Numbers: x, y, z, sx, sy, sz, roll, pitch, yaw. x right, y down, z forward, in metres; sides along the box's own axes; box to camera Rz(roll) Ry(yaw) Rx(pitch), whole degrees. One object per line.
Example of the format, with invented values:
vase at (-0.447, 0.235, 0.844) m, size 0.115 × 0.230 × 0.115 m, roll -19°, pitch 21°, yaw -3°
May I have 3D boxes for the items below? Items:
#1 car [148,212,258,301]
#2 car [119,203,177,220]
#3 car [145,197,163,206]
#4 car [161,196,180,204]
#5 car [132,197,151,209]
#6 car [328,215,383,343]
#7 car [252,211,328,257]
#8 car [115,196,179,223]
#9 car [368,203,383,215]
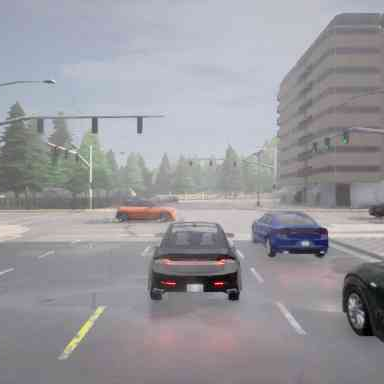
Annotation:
car at (0.068, 1.492, 8.335) m, size 2.128 × 1.511 × 4.902 m, roll 0°, pitch 0°, yaw 0°
car at (-3.633, 1.623, 28.243) m, size 4.718 × 1.301 × 1.895 m, roll 0°, pitch 0°, yaw 0°
car at (-6.361, 1.525, 56.316) m, size 1.812 × 1.442 × 4.674 m, roll 0°, pitch 0°, yaw 8°
car at (-4.216, 1.505, 66.285) m, size 1.837 × 1.490 × 4.892 m, roll 0°, pitch 0°, yaw 20°
car at (-6.979, 1.525, 46.413) m, size 1.812 × 1.442 × 4.674 m, roll 0°, pitch 0°, yaw 2°
car at (3.600, 1.352, 3.829) m, size 2.097 × 1.767 × 4.553 m, roll 0°, pitch 0°, yaw 0°
car at (3.586, 1.478, 12.980) m, size 1.882 × 1.535 × 5.008 m, roll 0°, pitch 0°, yaw 0°
car at (-3.302, 1.363, 24.739) m, size 4.553 × 1.767 × 2.097 m, roll 0°, pitch 0°, yaw 0°
car at (17.774, 1.533, 28.348) m, size 5.008 × 1.535 × 1.882 m, roll 0°, pitch 0°, yaw 0°
